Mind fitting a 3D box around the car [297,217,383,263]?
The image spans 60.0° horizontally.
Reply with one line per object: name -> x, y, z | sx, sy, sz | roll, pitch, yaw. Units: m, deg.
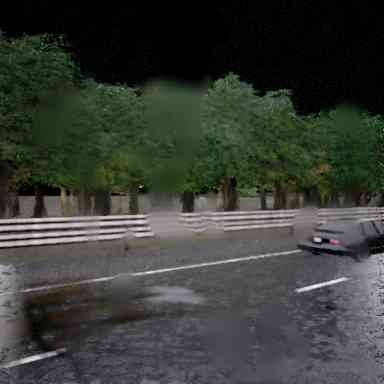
car -> 6.277, 1.671, 12.531 | 5.357, 1.411, 2.033 | 1, 0, -34
